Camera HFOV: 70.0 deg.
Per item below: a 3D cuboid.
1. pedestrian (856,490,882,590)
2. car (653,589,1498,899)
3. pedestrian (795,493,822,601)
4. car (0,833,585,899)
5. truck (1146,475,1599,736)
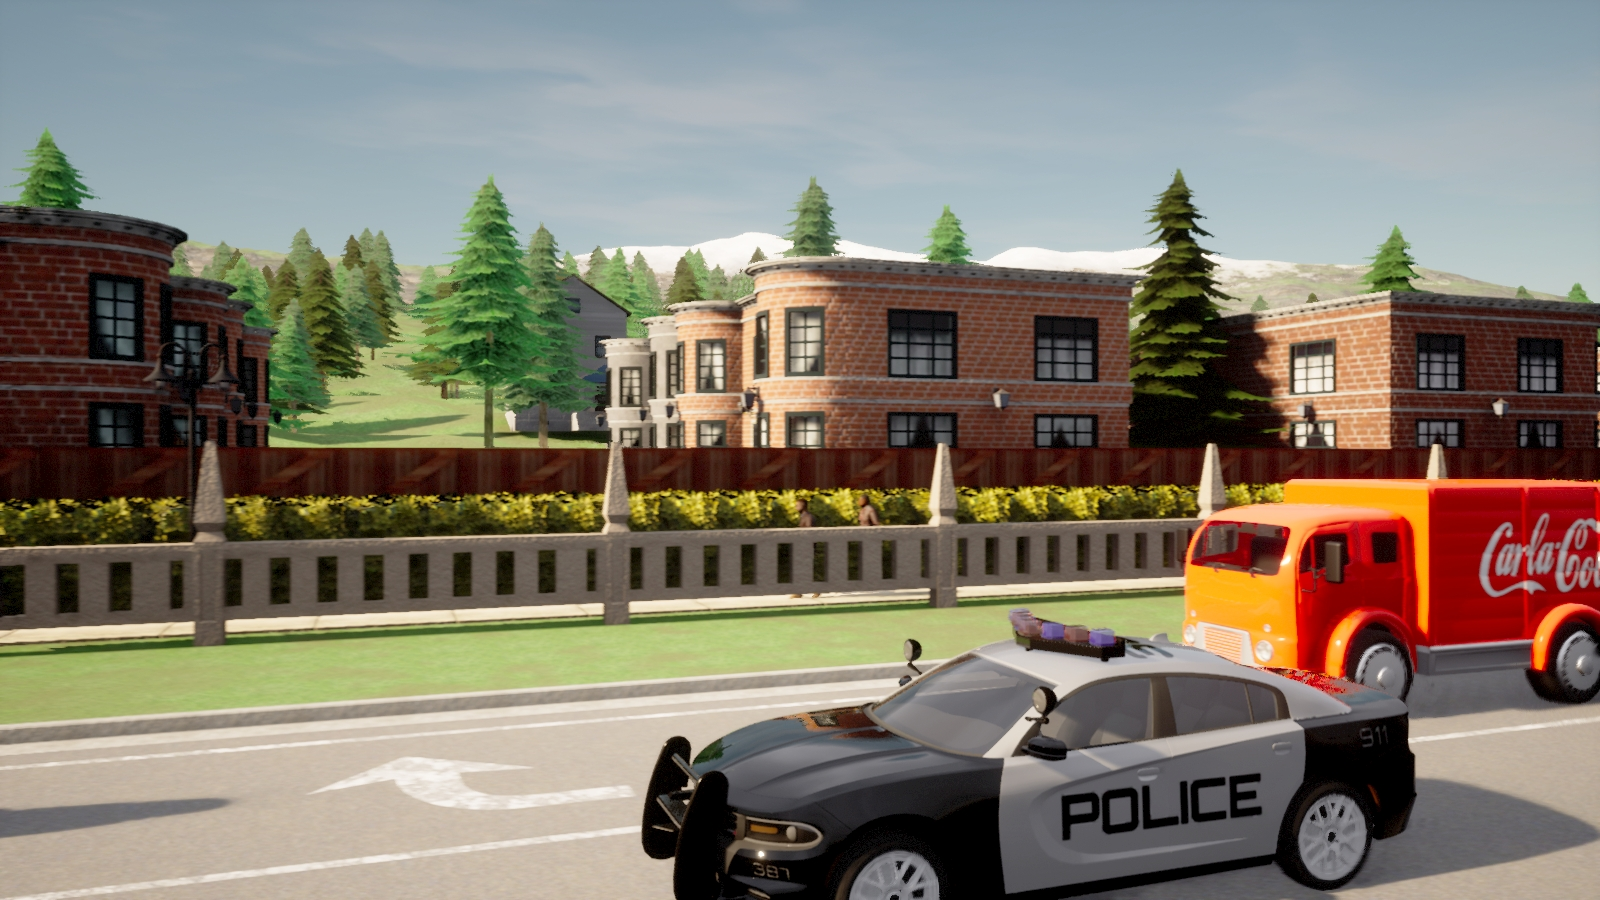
[{"bbox_3d":[1.318,1.701,21.732,0.375,1.860,0.375,0,0,-21],"label":"pedestrian"},{"bbox_3d":[1.822,1.984,7.686,5.238,1.638,2.097,0,0,-20],"label":"car"},{"bbox_3d":[0.154,1.699,20.078,0.375,1.860,0.375,0,0,-19],"label":"pedestrian"},{"bbox_3d":[-2.508,2.065,2.387,4.193,1.474,1.816,0,0,-20],"label":"car"},{"bbox_3d":[7.023,1.571,13.304,5.204,2.467,2.627,0,0,-20],"label":"truck"}]
